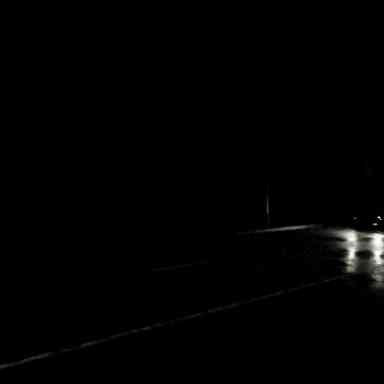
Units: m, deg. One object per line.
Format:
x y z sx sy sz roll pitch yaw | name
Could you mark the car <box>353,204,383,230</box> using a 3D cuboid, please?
12.283 1.495 21.356 5.008 1.535 1.882 0 0 -35 | car
